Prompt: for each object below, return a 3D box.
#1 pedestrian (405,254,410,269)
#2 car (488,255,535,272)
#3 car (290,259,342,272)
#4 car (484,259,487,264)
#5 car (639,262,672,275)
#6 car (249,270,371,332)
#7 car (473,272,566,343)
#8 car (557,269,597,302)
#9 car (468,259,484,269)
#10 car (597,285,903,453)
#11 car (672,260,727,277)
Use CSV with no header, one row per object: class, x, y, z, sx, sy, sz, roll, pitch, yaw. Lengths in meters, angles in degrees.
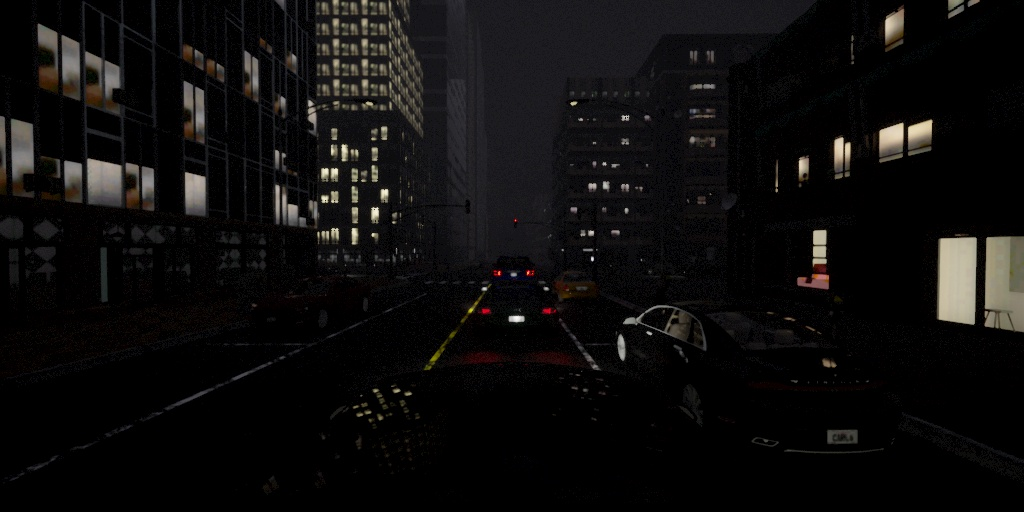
pedestrian,-12.564,0.663,42.983,0.375,1.860,0.375,0,0,1
car,0.087,0.964,19.459,2.150,2.045,5.566,0,0,0
car,-19.170,1.138,34.344,4.674,1.442,1.812,1,1,1
car,-5.713,1.294,60.123,1.948,1.339,4.313,0,0,0
car,16.294,1.367,39.661,4.403,1.370,2.007,0,0,1
car,-5.825,1.291,10.927,1.888,1.381,4.507,0,0,0
car,0.095,1.310,9.651,1.994,1.385,4.181,0,0,0
car,2.813,1.269,16.687,1.751,1.417,4.829,0,0,0
car,-5.711,1.256,54.299,1.751,1.417,4.829,0,0,0
car,2.817,1.299,5.228,2.007,1.370,4.403,0,0,0
car,19.529,1.239,37.015,4.553,1.767,2.097,0,1,1
